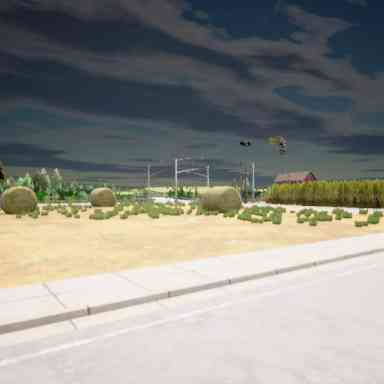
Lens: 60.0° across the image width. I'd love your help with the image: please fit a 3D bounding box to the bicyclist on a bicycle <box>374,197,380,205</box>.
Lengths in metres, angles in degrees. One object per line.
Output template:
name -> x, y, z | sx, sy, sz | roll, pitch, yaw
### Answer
bicyclist on a bicycle -> 24.008, 1.450, 43.145 | 1.656, 1.620, 0.582 | -1, 1, -35
